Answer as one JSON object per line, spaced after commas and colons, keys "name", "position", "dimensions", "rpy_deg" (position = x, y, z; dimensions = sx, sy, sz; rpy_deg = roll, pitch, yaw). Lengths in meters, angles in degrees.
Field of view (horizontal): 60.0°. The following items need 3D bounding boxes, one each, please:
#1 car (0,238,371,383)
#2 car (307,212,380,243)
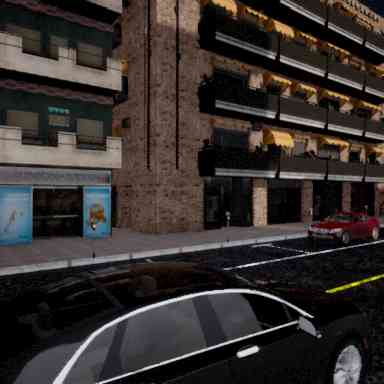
{"name": "car", "position": [-0.089, 1.507, 3.370], "dimensions": [4.892, 1.490, 1.837], "rpy_deg": [-1, 0, -35]}
{"name": "car", "position": [7.172, 1.583, 15.538], "dimensions": [4.206, 1.307, 1.802], "rpy_deg": [0, 0, -35]}
